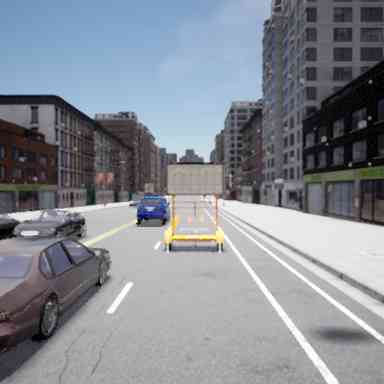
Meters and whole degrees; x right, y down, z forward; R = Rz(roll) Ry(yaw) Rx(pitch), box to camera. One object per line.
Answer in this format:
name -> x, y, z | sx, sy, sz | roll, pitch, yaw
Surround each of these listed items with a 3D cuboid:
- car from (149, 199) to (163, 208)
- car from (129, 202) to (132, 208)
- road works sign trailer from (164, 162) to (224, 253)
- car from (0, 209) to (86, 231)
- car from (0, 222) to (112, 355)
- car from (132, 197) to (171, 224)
car -> -6.212, 1.924, 57.574 | 1.882, 1.535, 5.008 | 0, 0, 1
car -> -9.468, 2.045, 56.872 | 1.895, 1.301, 4.718 | 0, -1, 1
road works sign trailer -> 0.133, 0.552, 14.075 | 2.380, 3.560, 2.880 | 0, 0, 3
car -> -6.478, 1.599, 15.686 | 2.128, 1.511, 4.902 | 0, 0, 0
car -> -3.085, 1.589, 6.507 | 2.033, 1.411, 5.357 | 0, 0, 0
car -> -2.967, 1.401, 26.375 | 2.150, 2.045, 5.566 | 0, 0, 0
